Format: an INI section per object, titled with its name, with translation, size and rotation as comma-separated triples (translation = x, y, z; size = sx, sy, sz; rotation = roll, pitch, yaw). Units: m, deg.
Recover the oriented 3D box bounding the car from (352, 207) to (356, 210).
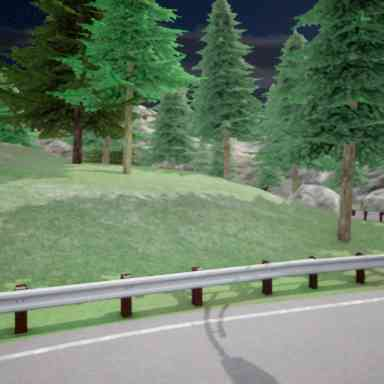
[car]
translation = 13.901, 1.544, 33.540
size = 2.033, 1.411, 5.357
rotation = 0, 0, -17
